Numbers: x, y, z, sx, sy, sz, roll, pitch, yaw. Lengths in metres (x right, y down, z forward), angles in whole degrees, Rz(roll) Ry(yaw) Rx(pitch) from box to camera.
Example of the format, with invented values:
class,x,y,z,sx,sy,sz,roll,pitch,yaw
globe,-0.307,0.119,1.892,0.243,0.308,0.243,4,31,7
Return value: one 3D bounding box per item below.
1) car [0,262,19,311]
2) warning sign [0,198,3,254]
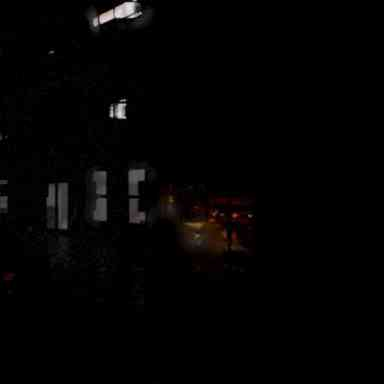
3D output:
class,x,y,z,sx,sy,sz,roll,pitch,yaw
car,-4.966,1.584,6.417,4.206,1.307,1.802,0,0,35
warning sign,-7.106,1.118,10.863,1.060,1.860,1.300,0,0,36
